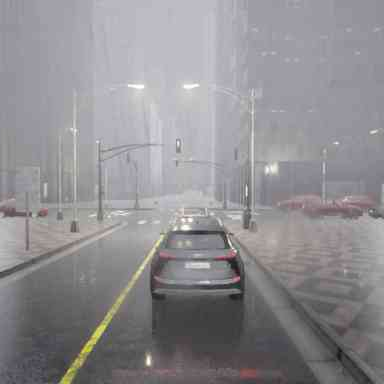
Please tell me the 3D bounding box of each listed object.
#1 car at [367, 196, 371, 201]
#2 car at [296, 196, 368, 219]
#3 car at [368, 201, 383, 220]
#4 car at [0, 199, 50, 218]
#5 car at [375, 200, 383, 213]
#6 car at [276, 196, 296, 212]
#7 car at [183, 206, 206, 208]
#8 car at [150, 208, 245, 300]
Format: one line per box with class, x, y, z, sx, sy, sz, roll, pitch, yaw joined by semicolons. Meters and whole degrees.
car;17.823;1.353;37.709;5.009;1.841;2.192;0;1;0
car;12.178;1.463;29.179;5.009;1.841;2.192;0;1;0
car;17.821;1.742;29.188;4.313;1.339;1.947;0;1;0
car;-14.863;1.567;29.153;4.507;1.381;1.887;0;1;0
car;23.464;1.634;37.717;4.313;1.339;1.947;0;1;0
car;12.179;1.325;37.703;5.009;1.841;2.192;0;1;0
car;0.129;1.507;17.493;1.837;1.490;4.892;0;0;0
car;0.124;1.428;8.407;2.033;1.649;4.856;0;0;1
